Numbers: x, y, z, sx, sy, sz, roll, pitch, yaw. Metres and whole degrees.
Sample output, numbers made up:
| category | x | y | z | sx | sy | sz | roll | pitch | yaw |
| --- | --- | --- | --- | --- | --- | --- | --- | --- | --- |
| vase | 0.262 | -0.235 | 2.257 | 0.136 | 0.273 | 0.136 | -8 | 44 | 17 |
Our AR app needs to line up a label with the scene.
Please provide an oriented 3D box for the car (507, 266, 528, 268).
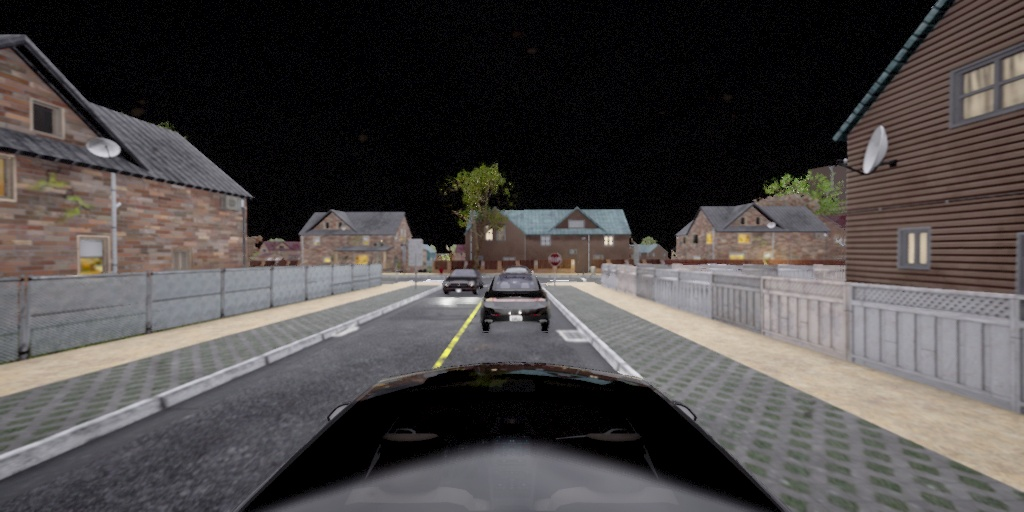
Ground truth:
| category | x | y | z | sx | sy | sz | roll | pitch | yaw |
| --- | --- | --- | --- | --- | --- | --- | --- | --- | --- |
| car | 0.390 | 1.379 | 23.212 | 1.882 | 1.535 | 5.008 | 0 | 0 | 5 |

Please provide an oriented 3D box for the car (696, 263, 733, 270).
| category | x | y | z | sx | sy | sz | roll | pitch | yaw |
| --- | --- | --- | --- | --- | --- | --- | --- | --- | --- |
| car | 17.676 | 1.410 | 33.088 | 5.008 | 1.535 | 1.882 | 0 | 1 | 2 |

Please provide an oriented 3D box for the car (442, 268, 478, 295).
| category | x | y | z | sx | sy | sz | roll | pitch | yaw |
| --- | --- | --- | --- | --- | --- | --- | --- | --- | --- |
| car | -2.760 | 1.434 | 21.194 | 2.033 | 1.411 | 5.357 | 0 | 0 | 0 |

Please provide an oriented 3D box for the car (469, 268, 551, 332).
| category | x | y | z | sx | sy | sz | roll | pitch | yaw |
| --- | --- | --- | --- | --- | --- | --- | --- | --- | --- |
| car | 0.094 | 1.306 | 11.109 | 2.128 | 1.511 | 4.902 | 0 | 0 | 0 |
